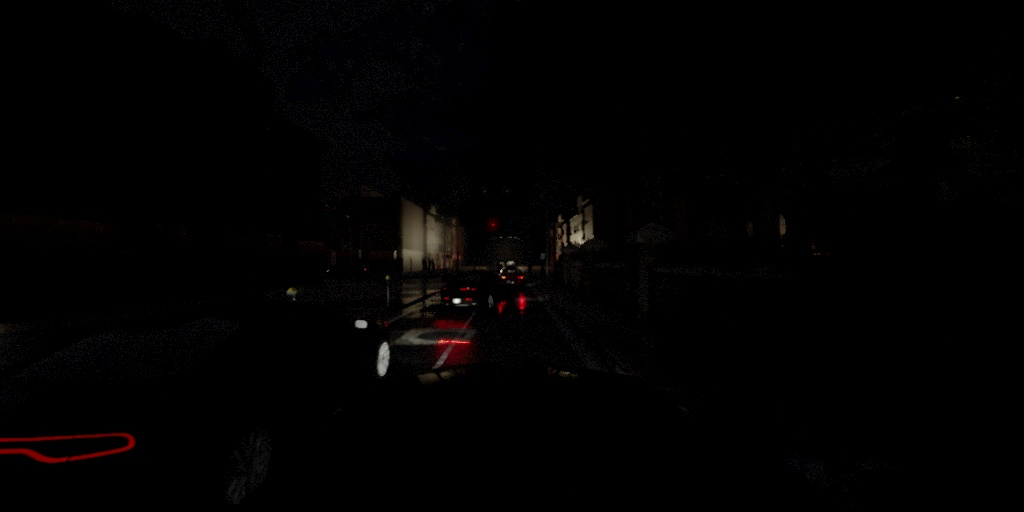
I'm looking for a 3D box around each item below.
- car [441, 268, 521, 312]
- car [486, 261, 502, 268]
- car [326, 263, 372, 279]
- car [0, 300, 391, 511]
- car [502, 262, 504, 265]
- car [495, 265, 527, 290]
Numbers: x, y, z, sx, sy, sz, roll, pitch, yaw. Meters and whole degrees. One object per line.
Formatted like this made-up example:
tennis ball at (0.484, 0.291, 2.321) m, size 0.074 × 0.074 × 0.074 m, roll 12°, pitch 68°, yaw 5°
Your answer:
car at (-1.286, 1.410, 15.283) m, size 1.837 × 1.490 × 4.892 m, roll 0°, pitch -1°, yaw 17°
car at (-2.796, 1.855, 51.047) m, size 1.751 × 1.417 × 4.829 m, roll 0°, pitch 0°, yaw 0°
car at (-17.913, 1.558, 39.460) m, size 4.553 × 1.767 × 2.097 m, roll 0°, pitch -1°, yaw 0°
car at (-3.020, 1.257, 4.290) m, size 1.882 × 1.535 × 5.008 m, roll 0°, pitch -1°, yaw 0°
car at (-2.814, 1.709, 56.668) m, size 2.192 × 1.841 × 5.009 m, roll 0°, pitch 0°, yaw 0°
car at (-0.022, 1.543, 24.887) m, size 1.812 × 1.442 × 4.674 m, roll 0°, pitch -1°, yaw 1°
